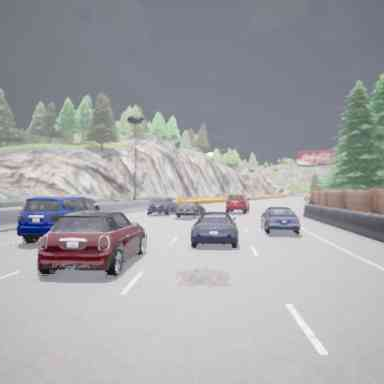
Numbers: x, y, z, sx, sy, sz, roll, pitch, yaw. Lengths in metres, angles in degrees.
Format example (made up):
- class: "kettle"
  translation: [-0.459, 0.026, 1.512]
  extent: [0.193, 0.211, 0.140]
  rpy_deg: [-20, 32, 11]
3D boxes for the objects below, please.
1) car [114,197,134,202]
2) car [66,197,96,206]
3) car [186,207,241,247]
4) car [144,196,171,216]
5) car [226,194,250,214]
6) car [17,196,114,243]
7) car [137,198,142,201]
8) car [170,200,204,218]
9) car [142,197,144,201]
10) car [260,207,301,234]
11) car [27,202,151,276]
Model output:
- class: "car"
  translation: [-12.730, 1.630, 61.494]
  extent: [1.895, 1.301, 4.718]
  rpy_deg: [0, 0, 22]
- class: "car"
  translation: [-18.523, 1.556, 55.853]
  extent: [2.033, 1.411, 5.357]
  rpy_deg: [0, 0, 19]
- class: "car"
  translation: [1.084, 1.583, 15.175]
  extent: [1.994, 1.385, 4.181]
  rpy_deg: [0, 0, 6]
- class: "car"
  translation: [-2.836, 1.379, 33.727]
  extent: [2.097, 1.767, 4.553]
  rpy_deg: [0, 0, 13]
- class: "car"
  translation: [5.133, 1.273, 36.958]
  extent: [2.150, 2.045, 5.566]
  rpy_deg: [0, 0, 15]
- class: "car"
  translation: [-5.891, 1.223, 15.879]
  extent: [2.150, 2.045, 5.566]
  rpy_deg: [0, 0, 7]
- class: "car"
  translation: [-8.558, 1.568, 62.520]
  extent: [1.812, 1.442, 4.674]
  rpy_deg: [0, 0, 22]
- class: "car"
  translation: [-0.087, 1.578, 30.208]
  extent: [2.033, 1.411, 5.357]
  rpy_deg: [0, 0, 12]
- class: "car"
  translation: [-6.300, 1.548, 58.756]
  extent: [1.837, 1.490, 4.892]
  rpy_deg: [0, 0, 22]
- class: "car"
  translation: [5.137, 1.582, 19.695]
  extent: [2.033, 1.411, 5.357]
  rpy_deg: [0, 0, 8]
- class: "car"
  translation: [-2.863, 1.355, 10.537]
  extent: [2.097, 1.767, 4.553]
  rpy_deg: [0, 0, 4]
